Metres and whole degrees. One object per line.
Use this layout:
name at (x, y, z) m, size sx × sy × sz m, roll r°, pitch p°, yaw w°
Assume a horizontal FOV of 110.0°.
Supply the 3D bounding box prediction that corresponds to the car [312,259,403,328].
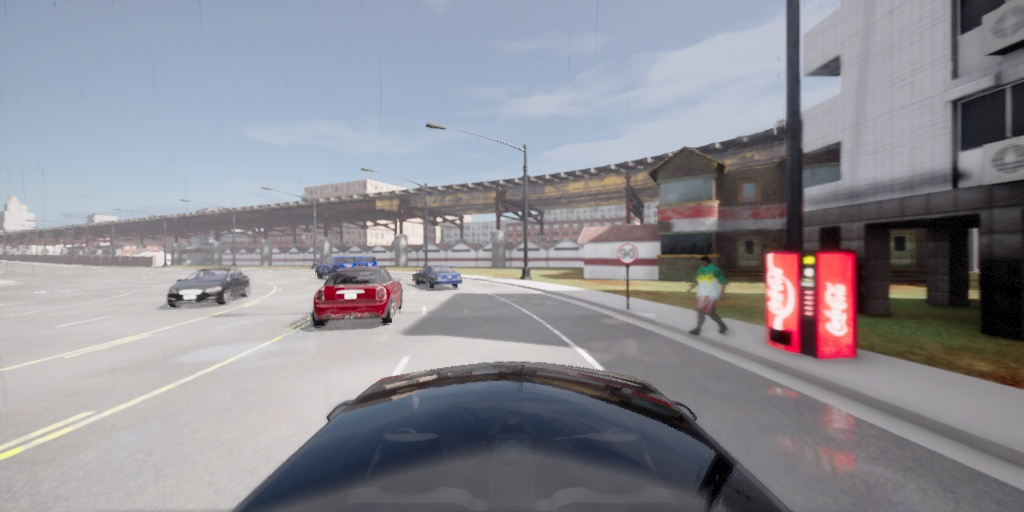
car at (-4.868, 1.124, 11.906) m, size 2.097 × 1.767 × 4.553 m, roll -1°, pitch 0°, yaw -12°

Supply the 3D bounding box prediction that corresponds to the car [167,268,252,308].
car at (-13.306, 1.328, 16.068) m, size 2.128 × 1.511 × 4.902 m, roll 0°, pitch 0°, yaw -22°

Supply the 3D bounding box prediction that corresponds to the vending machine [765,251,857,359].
vending machine at (5.645, 0.892, 6.833) m, size 1.100 × 2.100 × 0.880 m, roll 0°, pitch 0°, yaw -6°

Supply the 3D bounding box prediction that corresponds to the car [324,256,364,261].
car at (-15.645, 1.045, 31.988) m, size 2.150 × 2.045 × 5.566 m, roll 0°, pitch 0°, yaw -44°

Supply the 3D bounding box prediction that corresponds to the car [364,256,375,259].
car at (-16.294, 1.038, 37.613) m, size 5.566 × 2.045 × 2.150 m, roll 0°, pitch 0°, yaw 37°

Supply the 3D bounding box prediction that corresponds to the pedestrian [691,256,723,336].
pedestrian at (4.410, 0.846, 8.110) m, size 0.375 × 1.860 × 0.375 m, roll 0°, pitch 0°, yaw -7°

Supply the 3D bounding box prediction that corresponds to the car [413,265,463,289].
car at (-4.961, 1.300, 23.424) m, size 2.033 × 1.411 × 5.357 m, roll 0°, pitch 0°, yaw -30°
